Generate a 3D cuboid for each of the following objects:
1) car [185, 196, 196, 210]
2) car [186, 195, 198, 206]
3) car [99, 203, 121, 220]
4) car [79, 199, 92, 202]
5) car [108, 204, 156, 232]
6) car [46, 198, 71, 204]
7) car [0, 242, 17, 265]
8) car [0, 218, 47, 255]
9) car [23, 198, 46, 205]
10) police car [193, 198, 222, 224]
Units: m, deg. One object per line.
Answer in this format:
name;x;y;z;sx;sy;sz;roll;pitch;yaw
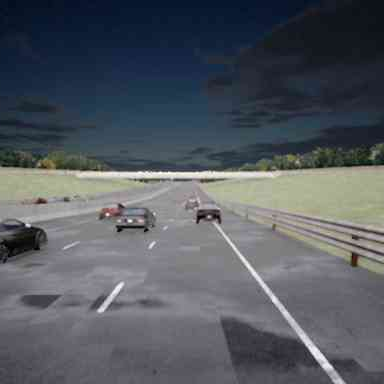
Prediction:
car;0.007;1.762;46.690;2.128;1.511;4.902;0;0;1
car;0.003;1.563;60.997;2.097;1.767;4.553;0;1;0
car;-6.895;1.697;29.525;1.812;1.442;4.674;0;0;0
car;-17.550;1.817;54.968;1.994;1.385;4.181;0;0;0
car;-3.396;1.657;20.740;2.033;1.411;5.357;0;0;0
car;-21.044;1.764;53.410;1.837;1.490;4.892;0;0;1
car;-3.399;1.487;2.106;1.882;1.535;5.008;0;0;0
car;-6.898;1.621;11.879;1.994;1.385;4.181;0;0;0
car;-24.552;1.742;51.986;1.882;1.535;5.008;0;0;0
police car;1.229;1.573;26.266;1.930;1.638;5.238;0;0;0
